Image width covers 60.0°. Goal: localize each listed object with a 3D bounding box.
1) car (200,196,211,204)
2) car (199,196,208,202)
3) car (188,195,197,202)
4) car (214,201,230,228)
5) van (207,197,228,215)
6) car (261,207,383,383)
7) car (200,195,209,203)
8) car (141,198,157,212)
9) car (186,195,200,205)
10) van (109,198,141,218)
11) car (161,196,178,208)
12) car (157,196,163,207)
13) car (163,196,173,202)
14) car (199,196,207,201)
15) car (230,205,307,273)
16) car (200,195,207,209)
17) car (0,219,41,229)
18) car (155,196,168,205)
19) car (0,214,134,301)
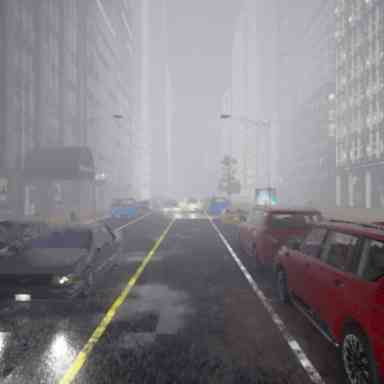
[{"bbox_3d":[2.718,1.602,67.513,2.008,1.369,4.403,0,0,0],"label":"car"},{"bbox_3d":[2.722,1.607,78.891,1.887,1.381,4.507,0,0,0],"label":"car"},{"bbox_3d":[0.024,1.451,74.873,1.994,1.385,4.181,0,0,0],"label":"car"},{"bbox_3d":[2.704,1.540,22.172,1.752,1.417,4.829,0,0,0],"label":"car"},{"bbox_3d":[2.709,1.364,33.380,1.690,1.788,3.998,0,0,0],"label":"van"},{"bbox_3d":[2.700,1.319,4.935,2.192,1.841,5.009,0,0,0],"label":"car"},{"bbox_3d":[2.720,1.497,73.202,1.967,1.590,4.097,0,0,0],"label":"car"},{"bbox_3d":[-5.672,1.593,39.093,1.947,1.339,4.313,0,0,0],"label":"car"},{"bbox_3d":[0.020,1.572,62.152,1.812,1.442,4.674,0,0,0],"label":"car"},{"bbox_3d":[-5.673,1.360,27.714,1.690,1.788,3.998,0,0,0],"label":"van"},{"bbox_3d":[-3.058,1.637,49.899,1.895,1.301,4.718,0,0,0],"label":"car"},{"bbox_3d":[-5.668,1.587,50.470,2.008,1.369,4.403,0,0,0],"label":"car"},{"bbox_3d":[-5.659,1.607,78.916,1.887,1.381,4.507,0,0,0],"label":"car"},{"bbox_3d":[2.724,1.650,84.580,1.802,1.307,4.206,0,0,0],"label":"car"},{"bbox_3d":[2.702,1.322,10.624,2.192,1.841,5.009,0,0,0],"label":"car"},{"bbox_3d":[2.365,1.490,45.205,1.801,1.575,5.366,0,0,0],"label":"car"},{"bbox_3d":[-5.681,1.573,10.647,1.947,1.339,4.313,0,0,0],"label":"car"},{"bbox_3d":[-5.663,1.486,61.849,1.967,1.590,4.097,0,0,0],"label":"car"},{"bbox_3d":[-3.097,1.553,8.760,2.033,1.411,5.357,0,0,0],"label":"car"}]
